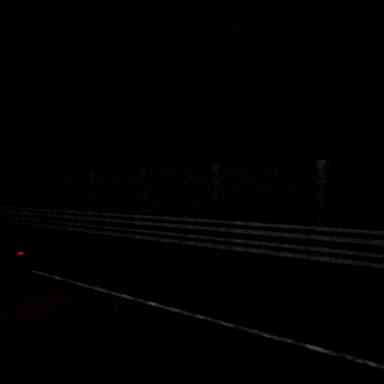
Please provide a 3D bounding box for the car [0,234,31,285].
[{"bbox_3d":[-5.825,1.510,8.194,4.181,1.385,1.994,0,0,36],"label":"car"}]
